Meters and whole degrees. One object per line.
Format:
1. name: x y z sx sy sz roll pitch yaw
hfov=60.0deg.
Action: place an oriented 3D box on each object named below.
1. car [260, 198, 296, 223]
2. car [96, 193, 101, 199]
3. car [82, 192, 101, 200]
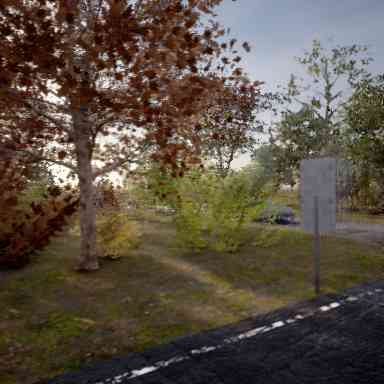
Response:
1. car: 5.226 1.202 24.100 2.097 1.767 4.553 -1 1 -35
2. car: -14.558 0.889 51.889 2.128 1.511 4.902 -1 1 -35
3. car: -19.125 0.756 63.146 2.033 1.411 5.357 -1 1 -35
